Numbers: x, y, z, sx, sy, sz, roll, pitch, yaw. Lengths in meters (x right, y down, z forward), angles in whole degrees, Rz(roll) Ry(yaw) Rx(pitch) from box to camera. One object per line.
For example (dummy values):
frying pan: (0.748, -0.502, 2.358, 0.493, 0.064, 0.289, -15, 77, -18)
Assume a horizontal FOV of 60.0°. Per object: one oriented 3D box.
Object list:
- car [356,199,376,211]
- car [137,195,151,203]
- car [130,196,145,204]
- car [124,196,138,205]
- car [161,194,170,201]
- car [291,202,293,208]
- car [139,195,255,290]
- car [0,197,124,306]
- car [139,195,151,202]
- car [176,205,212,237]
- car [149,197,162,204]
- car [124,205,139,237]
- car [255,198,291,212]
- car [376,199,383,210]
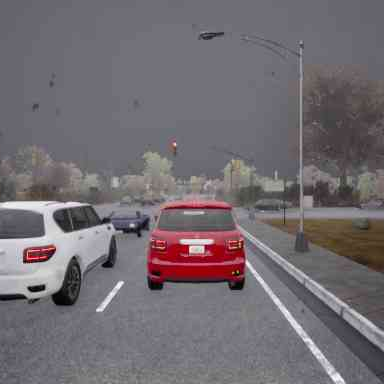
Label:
car: (22.381, 1.557, 40.616, 4.181, 1.385, 1.994, 0, 0, 3)
car: (-7.113, 1.547, 54.557, 2.033, 1.411, 5.357, 0, 0, 0)
car: (-10.576, 1.547, 64.750, 2.033, 1.411, 5.357, 0, 0, 1)
car: (-10.618, 1.505, 54.951, 1.837, 1.490, 4.892, 0, 0, 0)
car: (-7.042, 1.341, 89.217, 2.097, 1.767, 4.553, 0, 0, 0)
car: (9.727, 1.548, 41.300, 5.357, 1.411, 2.033, 0, 0, 3)
car: (0.092, 1.221, 9.217, 2.150, 2.045, 5.566, 0, 0, 0)
car: (-3.405, 1.221, 8.157, 2.150, 2.045, 5.566, 0, 0, 0)
car: (-10.543, 1.525, 74.922, 2.128, 1.511, 4.902, 0, 0, 0)
car: (0.090, 1.526, 18.911, 1.812, 1.442, 4.674, 0, 0, 0)
car: (-7.083, 1.601, 64.506, 1.895, 1.301, 4.718, 0, 0, 0)
car: (-3.410, 1.601, 17.925, 1.895, 1.301, 4.718, 0, 0, 0)
car: (8.245, 1.504, 37.632, 4.892, 1.490, 1.837, 0, 0, 0)
car: (24.201, 1.212, 37.015, 5.566, 2.045, 2.150, 0, 0, 3)
